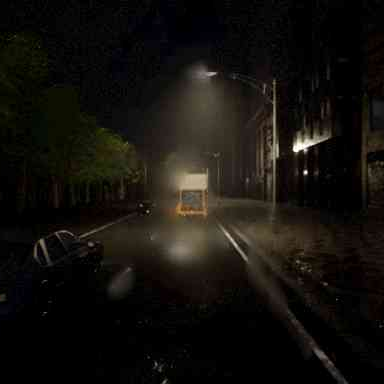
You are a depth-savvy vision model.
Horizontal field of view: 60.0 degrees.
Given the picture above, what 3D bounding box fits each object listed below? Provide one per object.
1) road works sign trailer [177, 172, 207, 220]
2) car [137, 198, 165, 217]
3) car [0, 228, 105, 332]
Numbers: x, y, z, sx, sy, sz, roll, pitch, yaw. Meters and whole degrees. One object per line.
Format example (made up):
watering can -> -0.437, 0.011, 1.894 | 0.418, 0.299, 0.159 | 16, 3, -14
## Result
road works sign trailer -> 0.010, 0.258, 25.991 | 2.380, 3.560, 2.880 | 0, 0, 0
car -> -3.388, 1.272, 28.028 | 2.128, 1.511, 4.902 | 0, 0, 0
car -> -3.398, 1.489, 7.032 | 2.033, 1.411, 5.357 | 0, 0, 0
